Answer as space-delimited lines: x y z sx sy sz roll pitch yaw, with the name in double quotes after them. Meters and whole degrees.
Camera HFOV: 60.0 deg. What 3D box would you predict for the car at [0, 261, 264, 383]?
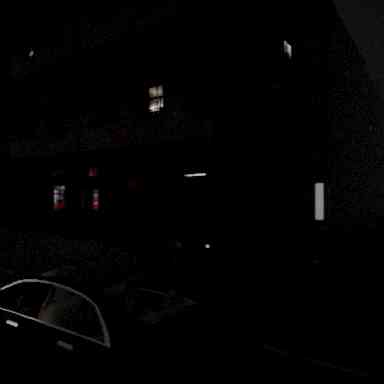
-1.348 1.530 4.016 4.403 1.369 2.008 0 0 35 "car"
